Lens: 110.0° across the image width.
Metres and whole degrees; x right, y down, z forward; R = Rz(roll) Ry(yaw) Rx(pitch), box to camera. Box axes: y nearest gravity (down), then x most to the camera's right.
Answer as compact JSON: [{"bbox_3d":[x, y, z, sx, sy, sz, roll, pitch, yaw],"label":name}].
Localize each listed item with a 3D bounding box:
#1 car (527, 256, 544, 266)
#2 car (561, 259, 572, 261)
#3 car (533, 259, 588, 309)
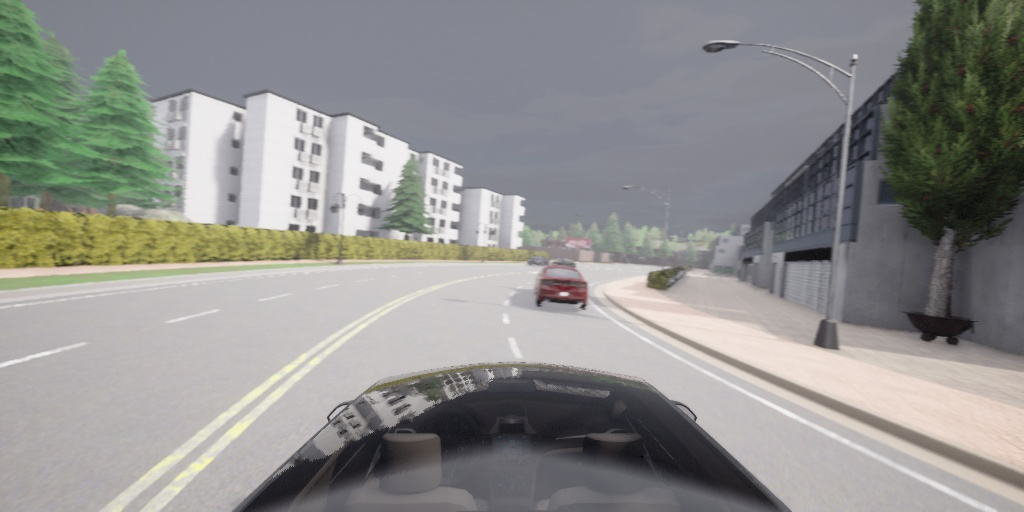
[{"bbox_3d":[3.624,0.713,48.363,1.994,1.385,4.181,5,1,28],"label":"car"},{"bbox_3d":[6.865,1.033,47.029,1.895,1.301,4.718,5,1,28],"label":"car"},{"bbox_3d":[1.932,1.129,14.864,1.882,1.535,5.008,4,1,3],"label":"car"}]
